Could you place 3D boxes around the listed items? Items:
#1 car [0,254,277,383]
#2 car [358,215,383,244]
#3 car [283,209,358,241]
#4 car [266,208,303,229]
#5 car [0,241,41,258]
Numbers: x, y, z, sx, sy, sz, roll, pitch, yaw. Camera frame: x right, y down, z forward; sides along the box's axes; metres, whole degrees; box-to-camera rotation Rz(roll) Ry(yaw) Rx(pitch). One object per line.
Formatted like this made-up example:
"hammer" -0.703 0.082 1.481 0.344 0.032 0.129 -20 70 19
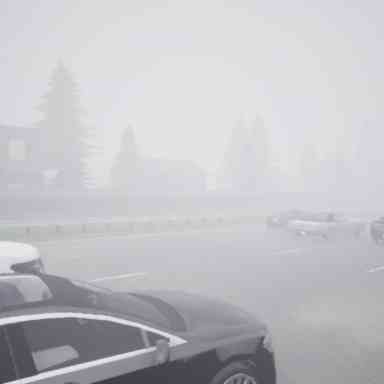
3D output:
"car" -1.347 1.495 2.786 4.902 1.511 2.128 1 0 -35
"car" 10.037 1.621 15.202 4.902 1.511 2.128 1 0 -35
"car" 7.220 1.723 17.492 4.718 1.301 1.895 1 0 -35
"car" 6.712 1.701 21.426 4.181 1.385 1.994 1 0 -35
"car" -4.935 1.211 4.526 5.566 2.045 2.150 1 0 -35
